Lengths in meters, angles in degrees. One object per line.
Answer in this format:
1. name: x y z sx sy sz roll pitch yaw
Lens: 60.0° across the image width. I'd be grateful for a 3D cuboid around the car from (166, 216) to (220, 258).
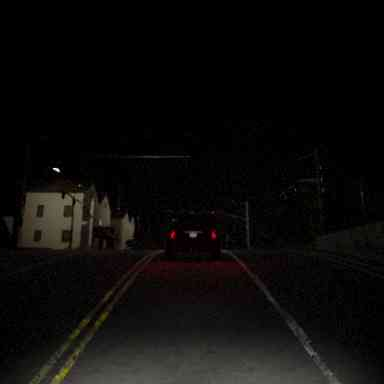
1. car: 0.060 1.900 14.805 2.097 1.767 4.553 0 -6 0
